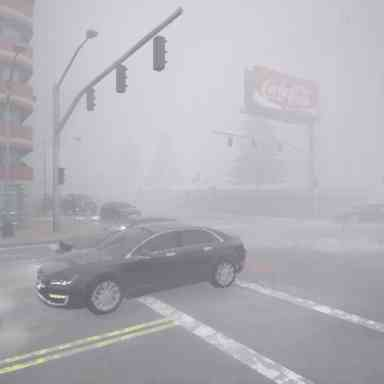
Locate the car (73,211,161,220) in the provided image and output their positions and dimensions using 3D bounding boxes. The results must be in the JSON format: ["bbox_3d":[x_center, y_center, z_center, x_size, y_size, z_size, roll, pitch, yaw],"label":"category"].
[{"bbox_3d":[-1.676,1.547,11.389,5.357,1.411,2.033,0,0,-35],"label":"car"}]

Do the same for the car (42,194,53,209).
[{"bbox_3d":[-17.768,1.221,42.758,2.150,2.045,5.566,0,0,-35],"label":"car"}]

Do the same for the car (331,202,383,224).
[{"bbox_3d":[12.604,1.507,24.089,4.892,1.490,1.837,0,2,-6],"label":"car"}]

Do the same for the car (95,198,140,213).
[{"bbox_3d":[-5.616,1.505,25.848,1.837,1.490,4.892,0,0,-36],"label":"car"}]

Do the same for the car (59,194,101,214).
[{"bbox_3d":[-11.612,1.221,34.185,2.150,2.045,5.566,0,0,-36],"label":"car"}]

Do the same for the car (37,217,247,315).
[{"bbox_3d":[-0.890,1.503,7.652,4.892,1.490,1.837,-1,0,-35],"label":"car"}]

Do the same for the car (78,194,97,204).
[{"bbox_3d":[-20.366,1.352,64.663,2.097,1.767,4.553,0,0,-36],"label":"car"}]

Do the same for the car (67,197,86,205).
[{"bbox_3d":[-20.521,1.564,58.887,1.994,1.385,4.181,0,0,-36],"label":"car"}]

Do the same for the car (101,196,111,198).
[{"bbox_3d":[-14.984,1.478,57.183,1.882,1.535,5.008,0,0,-36],"label":"car"}]
